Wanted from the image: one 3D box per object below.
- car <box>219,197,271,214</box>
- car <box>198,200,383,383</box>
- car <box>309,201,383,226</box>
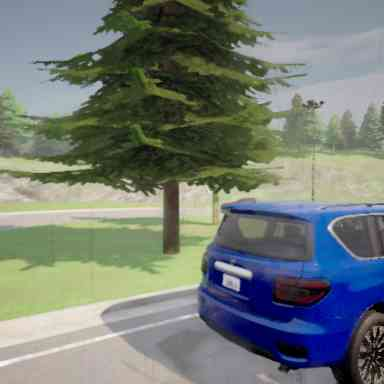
[{"bbox_3d":[5.073,1.245,31.925,4.674,1.442,1.812,0,0,21],"label":"car"},{"bbox_3d":[2.733,1.160,5.295,5.566,2.045,2.150,0,0,-32],"label":"car"},{"bbox_3d":[10.388,1.370,22.745,1.895,1.301,4.718,0,0,-22],"label":"car"}]
